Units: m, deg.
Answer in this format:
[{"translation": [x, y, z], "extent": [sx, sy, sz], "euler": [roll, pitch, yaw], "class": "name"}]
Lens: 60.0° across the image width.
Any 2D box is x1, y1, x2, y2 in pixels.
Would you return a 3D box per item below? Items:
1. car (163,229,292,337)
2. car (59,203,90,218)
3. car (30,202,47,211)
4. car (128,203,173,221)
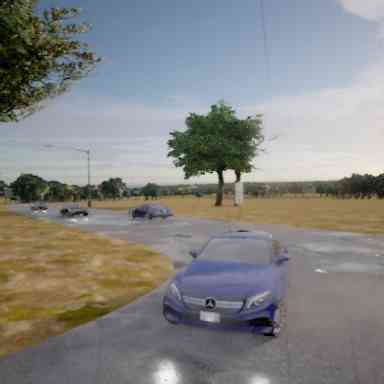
[{"translation": [1.059, 1.568, 6.983], "extent": [1.812, 1.442, 4.674], "euler": [0, -1, 20], "class": "car"}, {"translation": [-12.473, 1.894, 34.924], "extent": [2.033, 1.411, 5.357], "euler": [-2, 1, -36], "class": "car"}, {"translation": [-23.729, 2.194, 51.403], "extent": [1.994, 1.385, 4.181], "euler": [-2, 0, -33], "class": "car"}, {"translation": [-3.749, 1.697, 29.279], "extent": [2.033, 1.411, 5.357], "euler": [-2, 1, -37], "class": "car"}]
